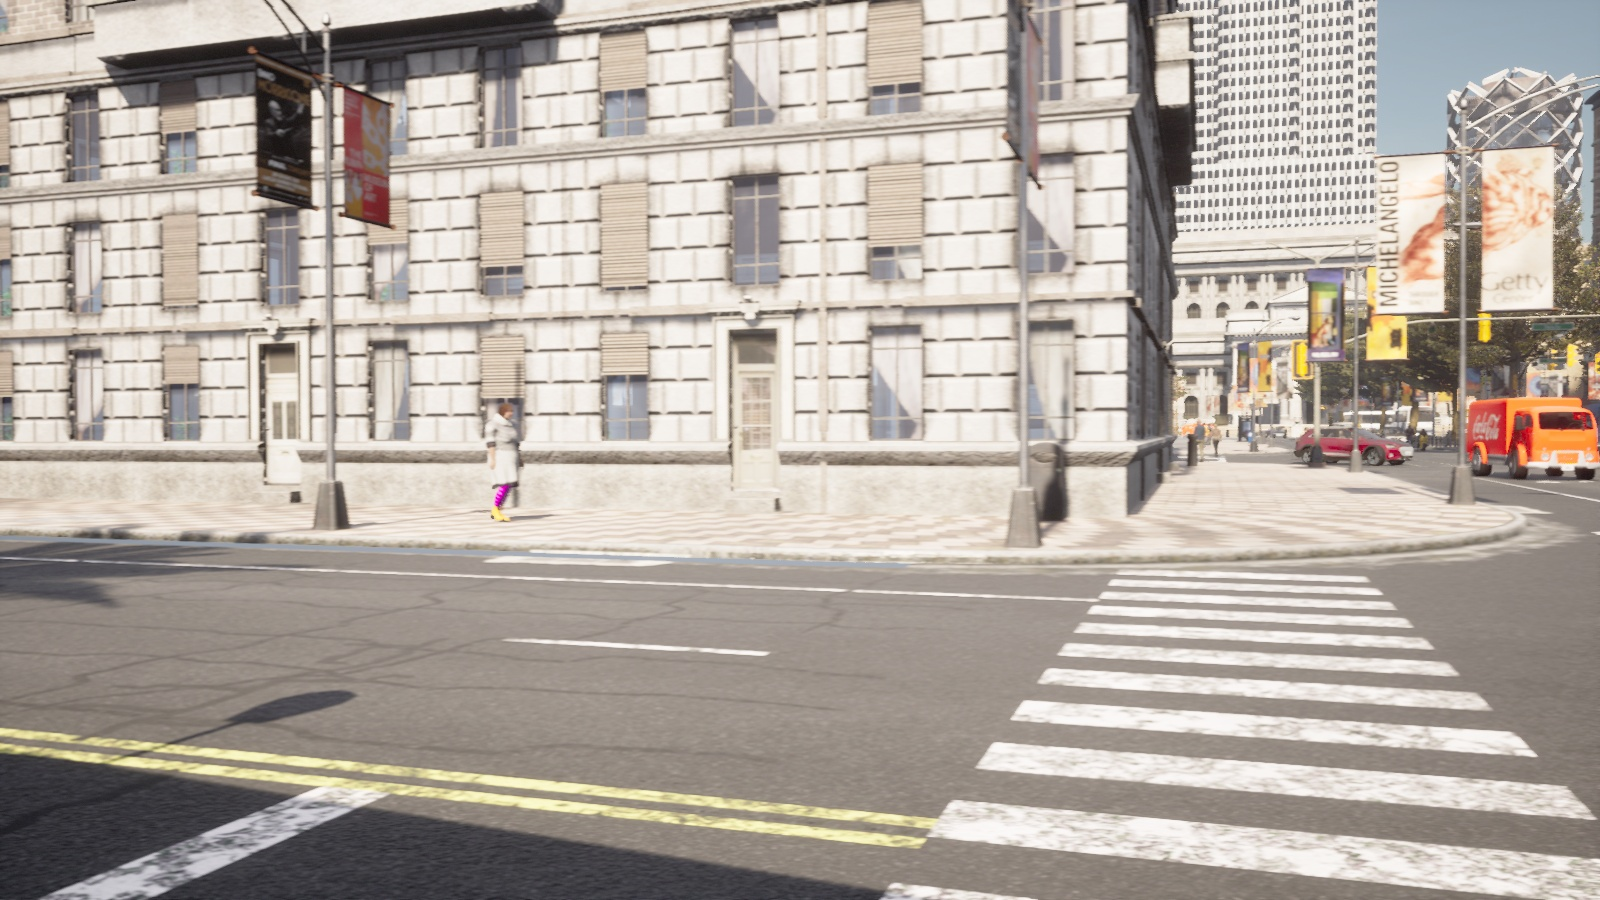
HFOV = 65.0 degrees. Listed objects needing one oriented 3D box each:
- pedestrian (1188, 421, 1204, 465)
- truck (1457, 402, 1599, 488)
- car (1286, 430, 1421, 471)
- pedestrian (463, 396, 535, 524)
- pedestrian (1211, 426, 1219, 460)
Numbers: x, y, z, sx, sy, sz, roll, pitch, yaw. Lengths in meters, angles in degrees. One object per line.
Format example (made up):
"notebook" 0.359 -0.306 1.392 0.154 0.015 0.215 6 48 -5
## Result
"pedestrian" 16.542 -0.297 52.461 0.402 1.842 0.726 0 1 -6
"truck" 22.468 -0.194 38.584 2.627 2.467 5.204 1 1 11
"car" 23.288 -0.005 53.027 2.033 1.649 4.856 0 1 -36
"pedestrian" -4.698 0.151 19.634 0.873 1.952 0.659 1 1 25
"pedestrian" 22.673 -0.382 68.658 0.331 1.846 0.634 0 1 12
